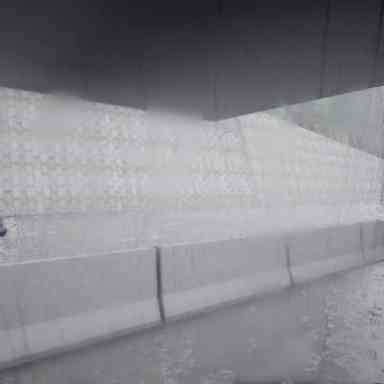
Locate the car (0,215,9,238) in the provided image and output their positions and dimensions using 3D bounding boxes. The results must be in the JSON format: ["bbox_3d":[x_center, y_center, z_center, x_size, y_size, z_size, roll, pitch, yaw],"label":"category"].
[{"bbox_3d":[-8.917,1.136,10.542,5.357,1.411,2.033,0,2,-37],"label":"car"}]
